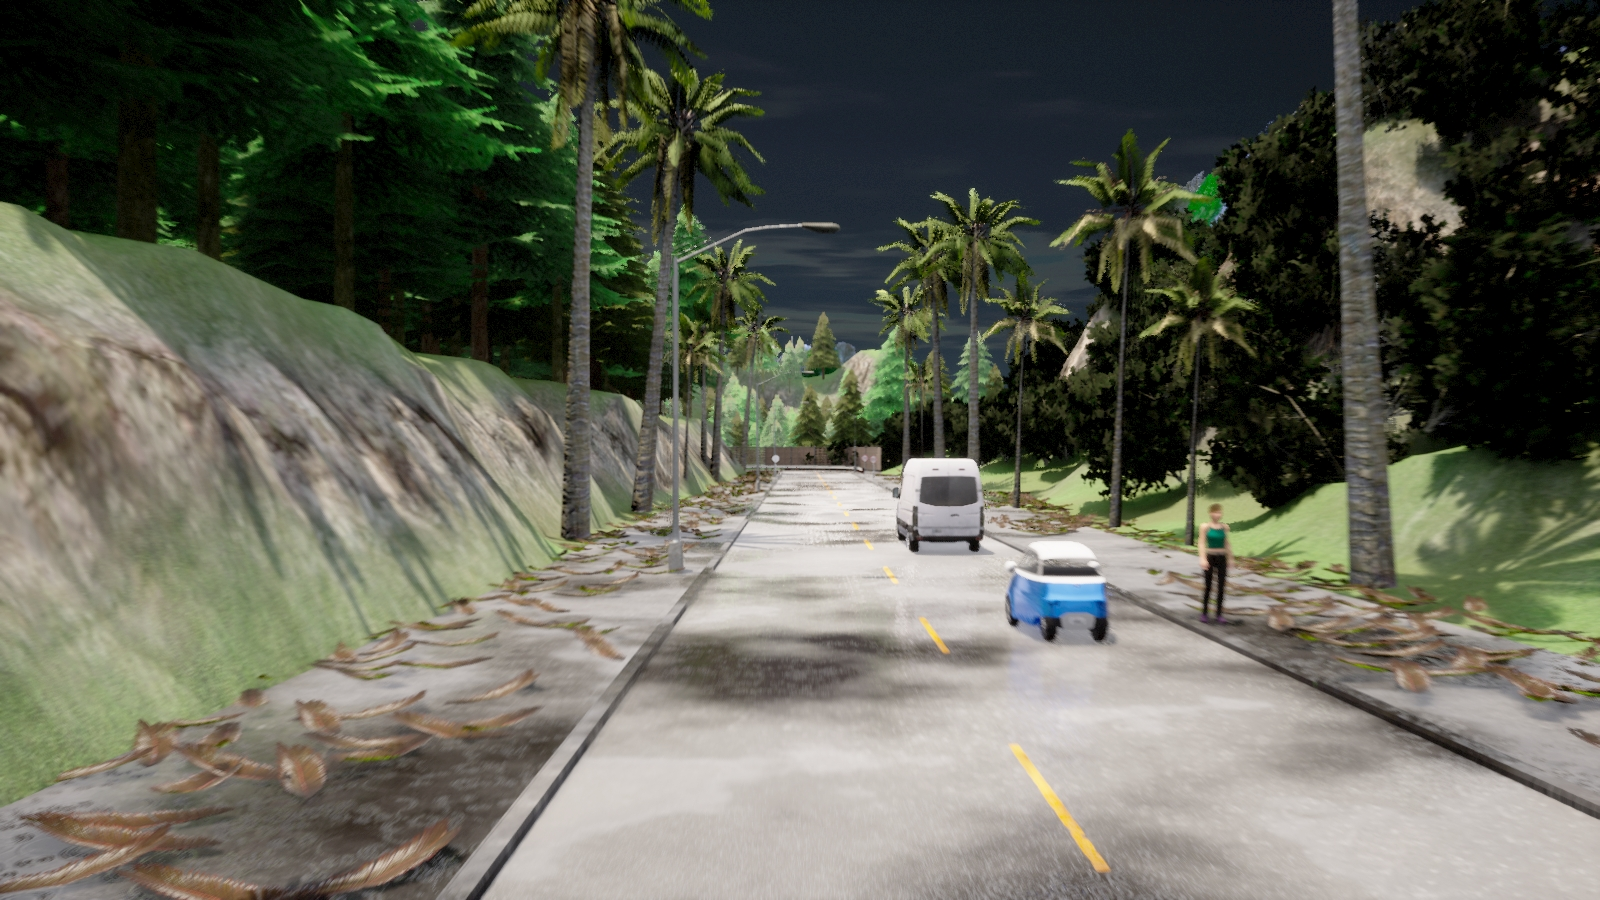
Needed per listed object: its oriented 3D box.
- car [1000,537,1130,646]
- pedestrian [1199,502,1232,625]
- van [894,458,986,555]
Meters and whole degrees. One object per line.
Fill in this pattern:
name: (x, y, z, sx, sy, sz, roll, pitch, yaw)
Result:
car: (4.002, 2.119, 17.535, 1.481, 1.376, 2.207, 0, 1, 0)
pedestrian: (6.412, 1.743, 17.644, 0.375, 1.860, 0.375, 0, 0, 3)
van: (3.992, 1.535, 33.574, 1.988, 2.561, 5.915, 0, 0, 0)
